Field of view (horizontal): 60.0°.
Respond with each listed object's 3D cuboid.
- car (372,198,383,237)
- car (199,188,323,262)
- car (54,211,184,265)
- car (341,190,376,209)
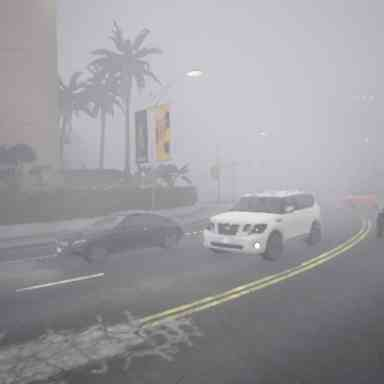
[{"bbox_3d":[9.356,1.078,14.657,1.882,1.535,5.008,0,1,34],"label":"car"},{"bbox_3d":[2.757,1.000,11.743,2.150,2.045,5.566,0,1,40],"label":"car"},{"bbox_3d":[-2.314,1.410,11.592,4.674,1.442,1.812,-2,1,-44],"label":"car"},{"bbox_3d":[15.647,0.584,31.401,2.097,1.767,4.553,-1,1,11],"label":"car"}]
